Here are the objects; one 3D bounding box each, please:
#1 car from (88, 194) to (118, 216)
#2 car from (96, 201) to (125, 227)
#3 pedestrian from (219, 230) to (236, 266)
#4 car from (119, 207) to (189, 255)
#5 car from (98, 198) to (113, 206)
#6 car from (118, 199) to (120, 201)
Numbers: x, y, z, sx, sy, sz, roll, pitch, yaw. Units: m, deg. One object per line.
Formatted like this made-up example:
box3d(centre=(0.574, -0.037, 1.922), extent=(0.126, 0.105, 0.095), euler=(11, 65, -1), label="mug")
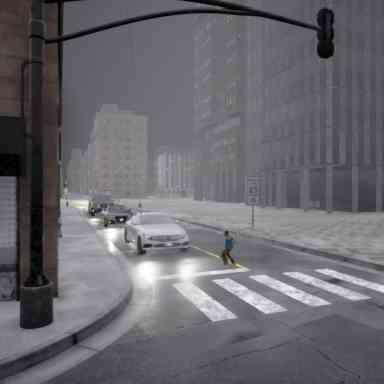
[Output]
box3d(centre=(-9.056, 1.261, 33.042), extent=(2.150, 2.045, 5.566), euler=(0, 0, -21), label="car")
box3d(centre=(-5.226, 1.592, 23.055), extent=(1.994, 1.385, 4.181), euler=(0, 0, -21), label="car")
box3d(centre=(1.102, 1.686, 10.017), extent=(0.500, 1.100, 0.500), euler=(0, 0, -21), label="pedestrian")
box3d(centre=(-1.628, 1.542, 13.761), extent=(1.812, 1.442, 4.674), euler=(0, 0, -21), label="car")
box3d(centre=(-14.894, 1.671, 57.096), extent=(1.895, 1.301, 4.718), euler=(0, 0, -21), label="car")
box3d(centre=(-11.218, 1.659, 47.548), extent=(1.895, 1.301, 4.718), euler=(0, 0, -21), label="car")
